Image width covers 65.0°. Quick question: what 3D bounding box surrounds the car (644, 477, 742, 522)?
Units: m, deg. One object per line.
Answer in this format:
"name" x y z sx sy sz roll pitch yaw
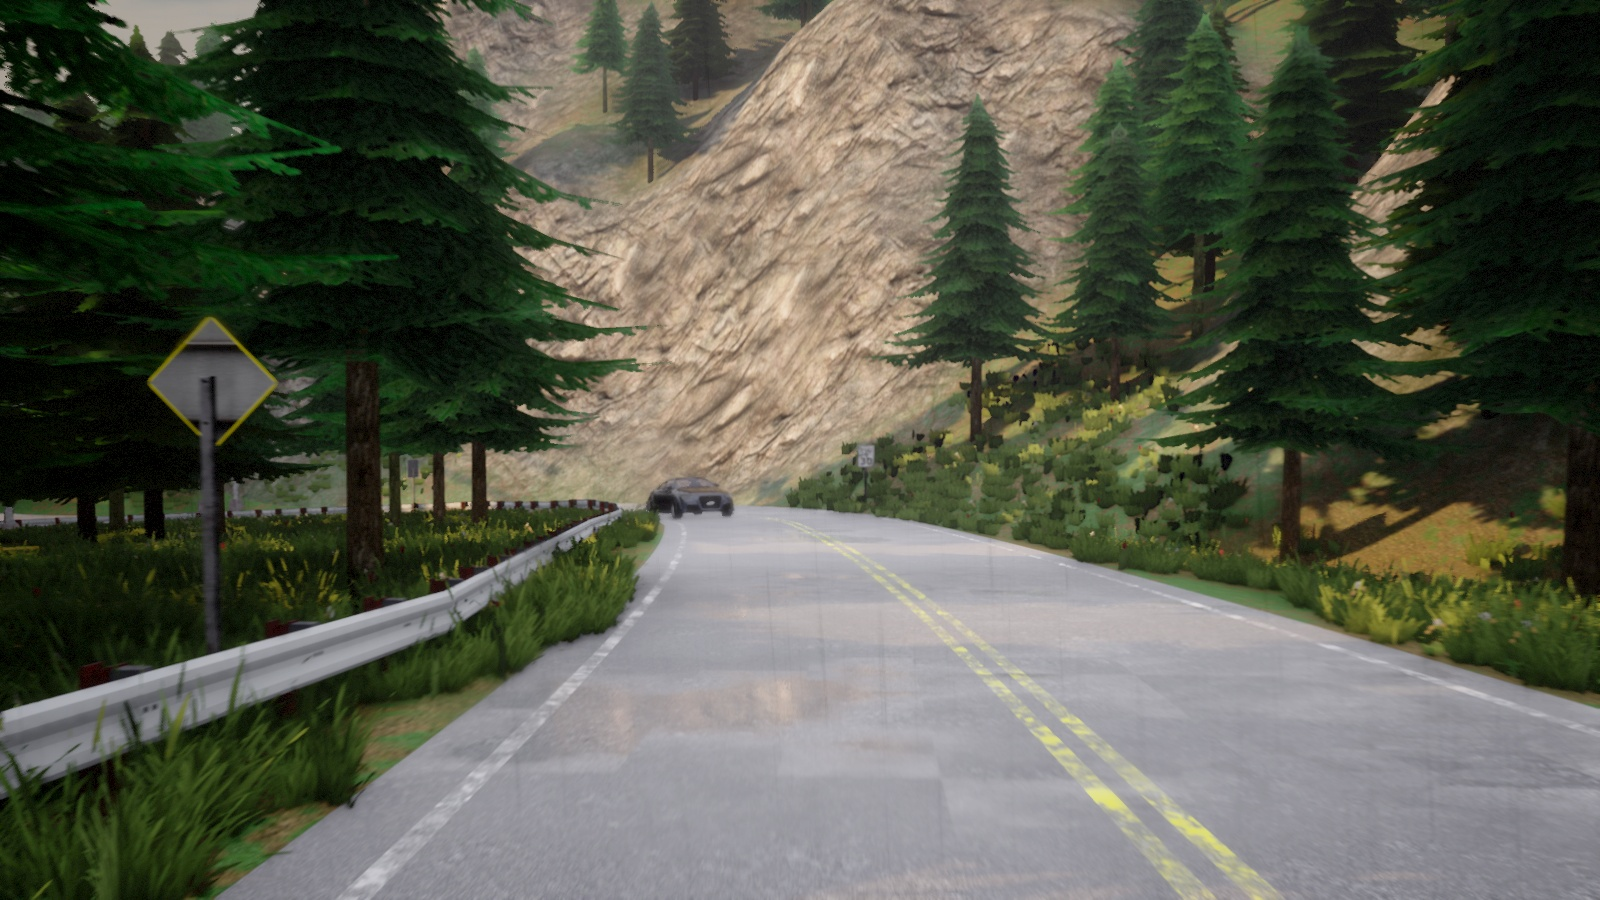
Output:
"car" -3.704 1.654 42.946 1.994 1.385 4.181 -2 -1 -25
